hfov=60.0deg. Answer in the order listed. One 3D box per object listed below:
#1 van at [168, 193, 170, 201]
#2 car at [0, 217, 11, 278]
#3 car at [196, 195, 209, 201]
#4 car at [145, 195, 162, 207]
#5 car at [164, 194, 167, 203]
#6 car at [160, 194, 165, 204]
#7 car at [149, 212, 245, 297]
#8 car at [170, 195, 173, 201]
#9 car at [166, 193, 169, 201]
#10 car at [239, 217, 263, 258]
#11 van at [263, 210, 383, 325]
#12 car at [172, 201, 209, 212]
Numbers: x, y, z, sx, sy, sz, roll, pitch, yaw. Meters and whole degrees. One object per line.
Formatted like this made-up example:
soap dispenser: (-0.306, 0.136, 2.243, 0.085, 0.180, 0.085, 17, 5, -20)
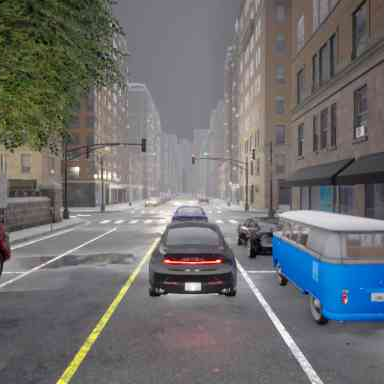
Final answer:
van: (-6.214, 1.310, 72.220, 1.690, 1.788, 3.998, 0, 0, 0)
car: (-5.715, 1.314, 6.730, 2.192, 1.841, 5.009, 0, 0, 0)
car: (2.352, 1.408, 66.870, 1.967, 1.590, 4.097, 0, 0, 0)
car: (-6.046, 1.497, 50.248, 1.752, 1.417, 4.829, 0, 0, 0)
car: (-6.130, 1.513, 61.319, 1.887, 1.381, 4.507, 0, 0, 0)
car: (-6.089, 1.520, 55.868, 2.008, 1.369, 4.403, 0, 0, 0)
car: (0.010, 1.503, 8.577, 1.837, 1.490, 4.892, 0, 0, 0)
car: (-6.255, 1.521, 77.671, 2.008, 1.369, 4.403, 0, 0, 0)
car: (-6.172, 1.513, 66.770, 1.887, 1.381, 4.507, 0, 0, 0)
car: (2.766, 1.563, 12.495, 1.947, 1.339, 4.313, 0, 0, 0)
van: (2.809, 1.340, 6.835, 1.690, 1.788, 3.998, 0, 0, 0)
car: (-0.100, 1.472, 18.073, 1.882, 1.535, 5.008, 0, 0, 0)
